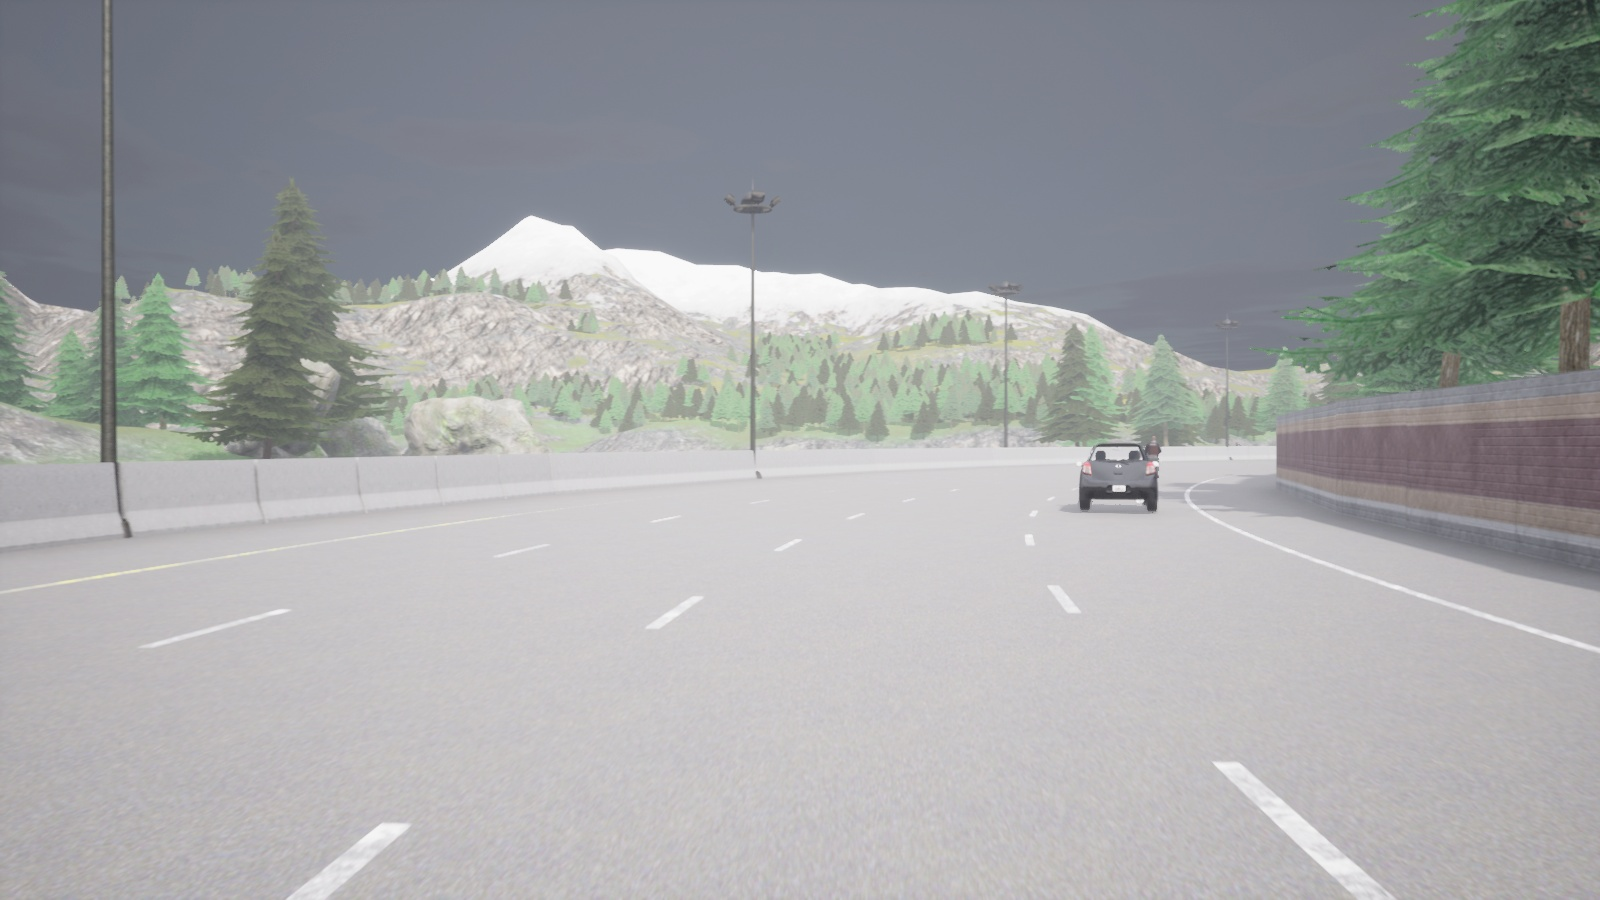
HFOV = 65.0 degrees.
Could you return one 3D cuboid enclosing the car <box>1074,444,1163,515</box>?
[{"bbox_3d":[7.186,0.609,28.454,1.845,1.501,3.633,0,0,14],"label":"car"}]
